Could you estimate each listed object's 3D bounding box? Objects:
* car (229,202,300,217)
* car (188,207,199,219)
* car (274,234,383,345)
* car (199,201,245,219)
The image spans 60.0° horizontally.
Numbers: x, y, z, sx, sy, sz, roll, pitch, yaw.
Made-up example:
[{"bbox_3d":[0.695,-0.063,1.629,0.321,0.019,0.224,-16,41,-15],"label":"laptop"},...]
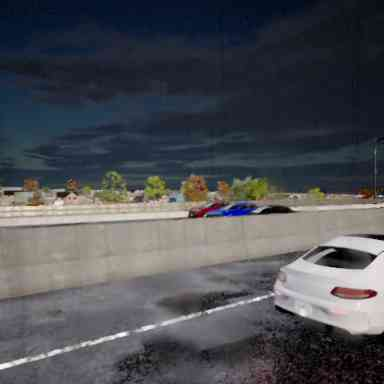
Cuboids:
[{"bbox_3d":[4.724,1.526,20.135,4.674,1.442,1.812,0,0,-35],"label":"car"},{"bbox_3d":[2.018,1.477,26.791,5.008,1.535,1.882,0,0,-35],"label":"car"},{"bbox_3d":[3.520,1.525,6.229,4.674,1.442,1.812,0,0,-35],"label":"car"},{"bbox_3d":[3.265,1.477,23.393,5.008,1.535,1.882,0,0,-35],"label":"car"}]
